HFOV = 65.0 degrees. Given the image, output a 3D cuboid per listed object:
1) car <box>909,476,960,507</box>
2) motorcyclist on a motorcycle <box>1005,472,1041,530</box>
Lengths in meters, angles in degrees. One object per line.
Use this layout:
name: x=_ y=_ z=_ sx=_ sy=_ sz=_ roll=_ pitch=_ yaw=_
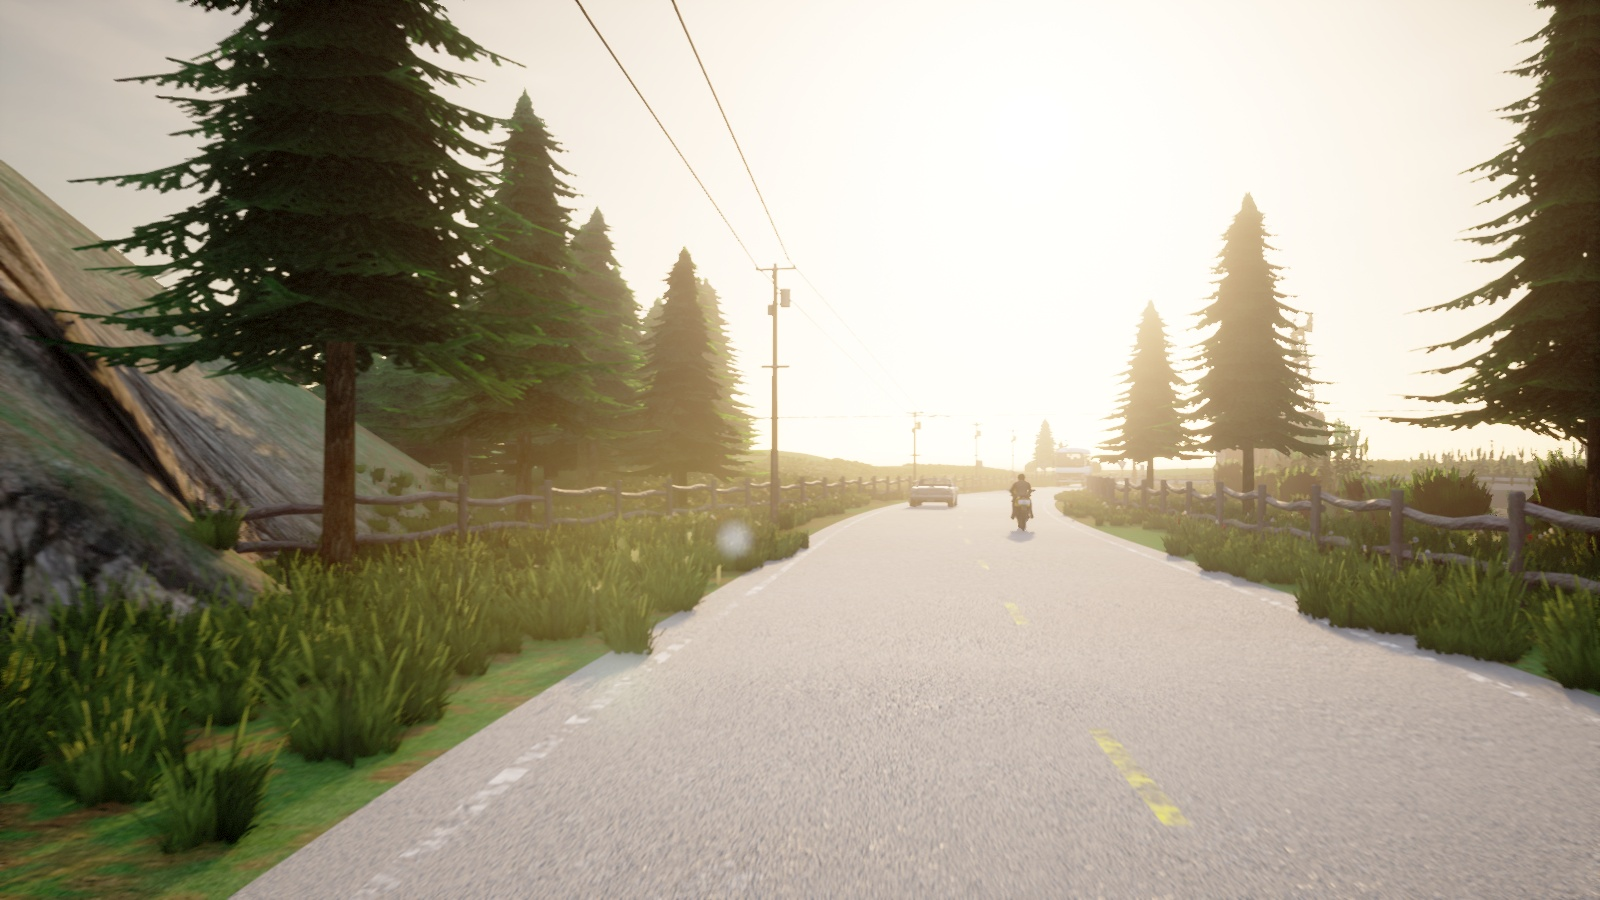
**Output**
car: x=6.043 y=1.832 z=55.976 sx=1.895 sy=1.301 sz=4.718 roll=0 pitch=-1 yaw=11
motorcyclist on a motorcycle: x=5.972 y=1.341 z=33.717 sx=0.797 sy=1.523 sz=2.044 roll=0 pitch=-1 yaw=6
